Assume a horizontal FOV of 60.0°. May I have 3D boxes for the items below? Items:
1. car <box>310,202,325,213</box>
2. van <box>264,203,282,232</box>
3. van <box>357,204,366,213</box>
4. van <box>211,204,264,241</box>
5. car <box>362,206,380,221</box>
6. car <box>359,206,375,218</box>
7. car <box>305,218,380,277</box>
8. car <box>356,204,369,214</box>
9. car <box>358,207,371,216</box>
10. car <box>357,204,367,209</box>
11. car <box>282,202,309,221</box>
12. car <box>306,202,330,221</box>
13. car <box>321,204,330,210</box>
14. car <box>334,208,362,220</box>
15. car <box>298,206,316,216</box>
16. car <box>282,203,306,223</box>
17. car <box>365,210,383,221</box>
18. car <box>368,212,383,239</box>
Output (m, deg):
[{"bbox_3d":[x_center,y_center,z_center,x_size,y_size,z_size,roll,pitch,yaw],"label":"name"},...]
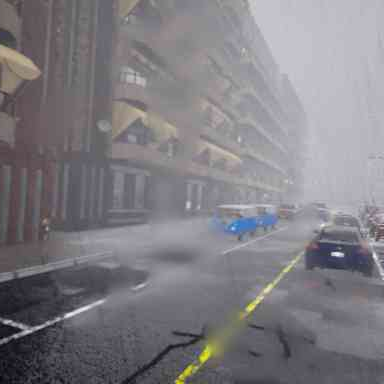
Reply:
[{"bbox_3d":[23.924,2.932,63.251,2.192,1.841,5.009,3,0,26],"label":"car"},{"bbox_3d":[4.820,1.758,23.362,1.690,1.788,3.998,3,0,26],"label":"van"},{"bbox_3d":[38.132,3.669,74.769,1.690,1.788,3.998,3,0,26],"label":"van"},{"bbox_3d":[2.432,1.615,18.374,1.690,1.788,3.998,4,0,26],"label":"van"},{"bbox_3d":[16.672,2.380,29.868,1.967,1.590,4.097,3,0,26],"label":"car"},{"bbox_3d":[26.187,2.977,49.834,1.967,1.590,4.097,3,0,26],"label":"car"},{"bbox_3d":[5.190,1.873,11.673,1.994,1.385,4.181,2,-1,26],"label":"car"},{"bbox_3d":[35.746,3.481,69.782,2.192,1.841,5.009,3,0,26],"label":"car"},{"bbox_3d":[30.955,3.429,59.807,1.802,1.307,4.206,3,0,26],"label":"car"},{"bbox_3d":[21.418,2.549,39.859,2.192,1.841,5.009,3,0,26],"label":"car"},{"bbox_3d":[11.986,2.171,38.319,2.192,1.841,5.009,3,0,26],"label":"car"},{"bbox_3d":[13.605,2.114,35.935,2.150,2.045,5.566,2,-1,26],"label":"car"},{"bbox_3d":[33.459,3.843,83.197,1.802,1.307,4.206,3,0,26],"label":"car"},{"bbox_3d":[12.522,2.275,26.976,1.812,1.442,4.674,2,-1,26],"label":"car"},{"bbox_3d":[16.747,2.720,48.293,1.947,1.339,4.313,3,0,26],"label":"car"},{"bbox_3d":[9.598,2.024,33.334,2.192,1.841,5.009,3,0,26],"label":"car"},{"bbox_3d":[14.271,2.338,24.884,1.887,1.381,4.507,3,0,26],"label":"car"},{"bbox_3d":[11.883,2.193,19.898,1.887,1.381,4.507,3,0,26],"label":"car"}]
